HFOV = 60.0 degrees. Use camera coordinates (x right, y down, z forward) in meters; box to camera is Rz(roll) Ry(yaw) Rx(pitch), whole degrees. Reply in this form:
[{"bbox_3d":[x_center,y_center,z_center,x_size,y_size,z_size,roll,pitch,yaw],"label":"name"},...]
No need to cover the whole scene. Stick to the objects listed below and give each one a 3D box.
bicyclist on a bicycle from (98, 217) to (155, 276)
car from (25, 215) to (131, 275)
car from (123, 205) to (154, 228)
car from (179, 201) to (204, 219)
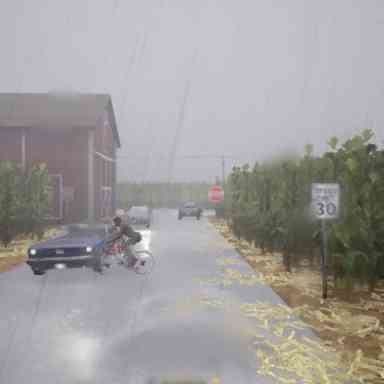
[{"bbox_3d":[-1.851,1.505,9.113,1.656,1.620,0.582,-2,-1,-1],"label":"bicyclist on a bicycle"},{"bbox_3d":[-3.450,1.651,10.777,1.895,1.301,4.718,-3,-1,-1],"label":"car"},{"bbox_3d":[-3.704,1.640,23.221,1.812,1.442,4.674,0,0,-1],"label":"car"},{"bbox_3d":[-0.016,1.591,30.068,2.128,1.511,4.902,0,0,7],"label":"car"}]
